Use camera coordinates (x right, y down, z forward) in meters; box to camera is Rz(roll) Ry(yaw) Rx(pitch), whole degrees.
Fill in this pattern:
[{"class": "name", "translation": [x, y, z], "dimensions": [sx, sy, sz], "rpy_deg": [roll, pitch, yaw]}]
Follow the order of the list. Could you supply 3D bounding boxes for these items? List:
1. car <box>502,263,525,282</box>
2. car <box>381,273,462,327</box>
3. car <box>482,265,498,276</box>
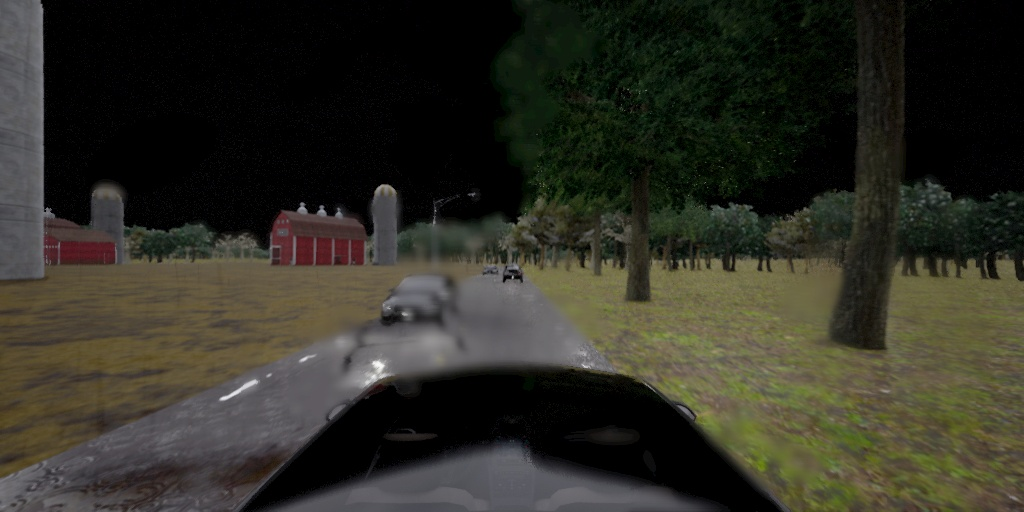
[{"class": "car", "translation": [0.097, 1.633, 33.679], "dimensions": [1.837, 1.490, 4.892], "rpy_deg": [0, -1, 1]}, {"class": "car", "translation": [-2.850, 1.373, 12.154], "dimensions": [1.837, 1.490, 4.892], "rpy_deg": [0, -1, 0]}, {"class": "car", "translation": [-2.840, 1.877, 47.641], "dimensions": [1.994, 1.385, 4.181], "rpy_deg": [0, -1, 0]}]
